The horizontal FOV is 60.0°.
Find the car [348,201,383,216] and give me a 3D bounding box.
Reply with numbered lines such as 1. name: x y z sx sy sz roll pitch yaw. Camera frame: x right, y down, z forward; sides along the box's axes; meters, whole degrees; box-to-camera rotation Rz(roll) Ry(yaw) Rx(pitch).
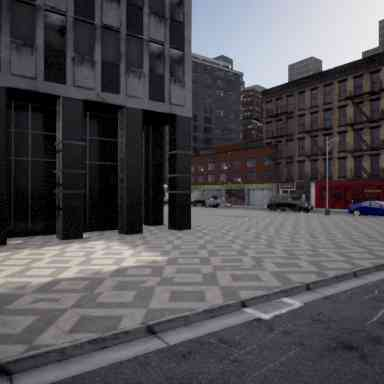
1. car: 17.180 1.576 30.847 1.882 1.535 5.008 0 -1 -37

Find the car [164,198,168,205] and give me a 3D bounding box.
1. car: -4.045 1.842 65.059 1.837 1.490 4.892 0 0 -36

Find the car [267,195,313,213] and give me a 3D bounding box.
1. car: 11.328 1.391 38.846 2.150 2.045 5.566 0 -1 -36

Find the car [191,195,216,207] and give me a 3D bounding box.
1. car: 2.176 1.520 56.661 2.150 2.045 5.566 0 0 -36

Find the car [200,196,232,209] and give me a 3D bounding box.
1. car: 3.853 1.740 49.071 2.128 1.511 4.902 0 0 -36
